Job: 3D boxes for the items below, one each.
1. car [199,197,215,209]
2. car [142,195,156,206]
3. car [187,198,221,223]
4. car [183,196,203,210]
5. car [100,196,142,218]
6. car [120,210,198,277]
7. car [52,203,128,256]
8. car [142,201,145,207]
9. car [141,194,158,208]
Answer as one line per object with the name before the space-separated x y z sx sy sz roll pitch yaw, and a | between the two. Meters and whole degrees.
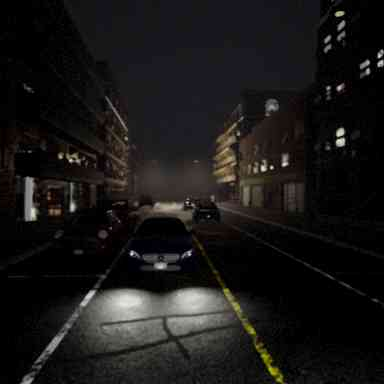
car | 2.049 1.509 47.160 1.752 1.417 4.829 1 0 -4
car | -6.713 1.346 51.992 1.967 1.590 4.097 1 0 -4
car | 1.013 1.482 25.504 2.128 1.511 4.902 0 0 -4
car | -0.069 1.519 40.023 2.033 1.411 5.357 0 0 -4
car | -4.201 1.268 18.269 2.192 1.841 5.009 1 0 -4
car | -0.915 1.511 10.320 1.812 1.442 4.674 0 0 -4
car | -3.785 1.400 12.648 1.967 1.590 4.097 1 0 -4
car | -4.623 1.527 23.889 1.802 1.307 4.206 1 0 -4
car | -6.293 1.229 46.373 2.192 1.841 5.009 1 0 -4
